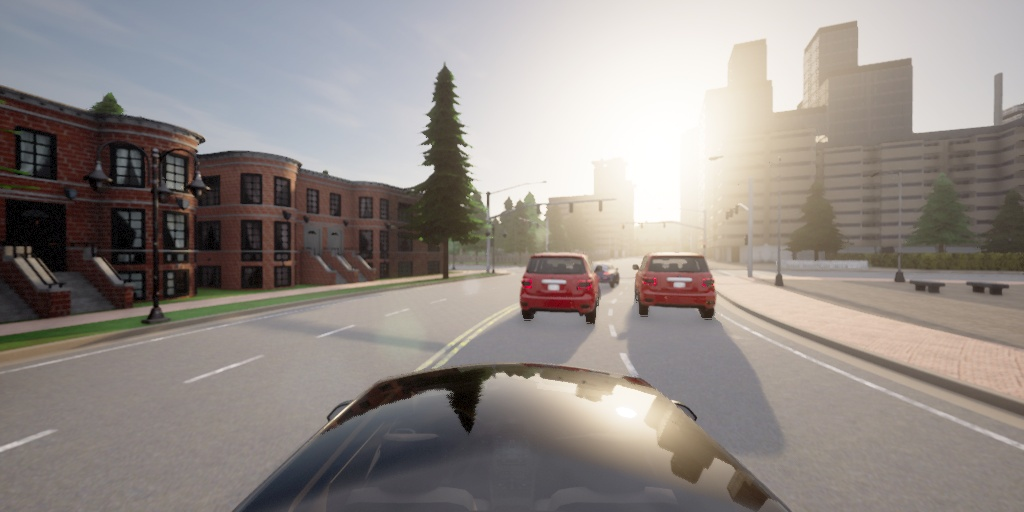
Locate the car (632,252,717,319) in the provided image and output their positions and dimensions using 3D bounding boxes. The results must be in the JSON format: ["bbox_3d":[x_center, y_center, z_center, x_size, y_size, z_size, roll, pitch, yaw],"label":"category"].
[{"bbox_3d":[5.602,0.896,12.811,2.150,2.045,5.566,0,1,18],"label":"car"}]

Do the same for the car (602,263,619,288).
[{"bbox_3d":[5.593,1.128,22.406,1.812,1.442,4.674,0,0,22],"label":"car"}]

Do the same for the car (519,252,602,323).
[{"bbox_3d":[1.787,0.898,12.068,2.150,2.045,5.566,0,1,15],"label":"car"}]
